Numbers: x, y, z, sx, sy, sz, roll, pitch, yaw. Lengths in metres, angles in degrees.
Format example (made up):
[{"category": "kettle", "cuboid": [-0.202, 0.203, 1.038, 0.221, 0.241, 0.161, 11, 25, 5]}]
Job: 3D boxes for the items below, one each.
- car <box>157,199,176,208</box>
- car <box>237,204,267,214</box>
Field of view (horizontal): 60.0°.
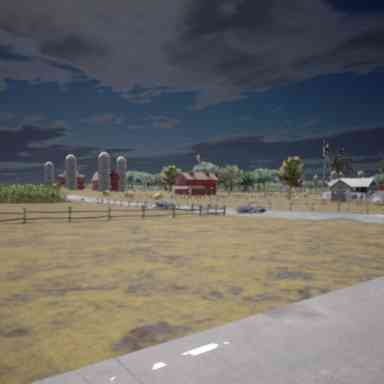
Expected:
[{"category": "car", "cuboid": [-4.941, 2.129, 63.543, 2.097, 1.767, 4.553, -1, 1, -36]}, {"category": "car", "cuboid": [8.118, 2.283, 45.184, 1.994, 1.385, 4.181, -1, 0, -36]}]
